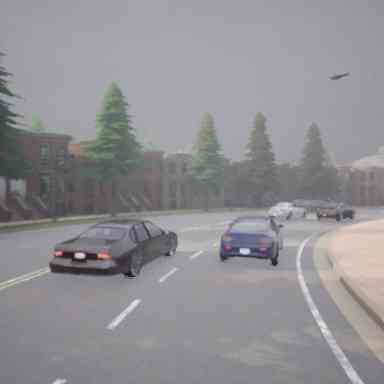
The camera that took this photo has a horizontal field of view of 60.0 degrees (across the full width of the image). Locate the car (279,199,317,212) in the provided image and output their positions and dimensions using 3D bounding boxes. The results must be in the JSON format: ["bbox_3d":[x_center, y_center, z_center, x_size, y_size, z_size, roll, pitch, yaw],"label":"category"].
[{"bbox_3d":[13.499,1.680,42.277,4.892,1.490,1.837,1,-1,-31],"label":"car"}]

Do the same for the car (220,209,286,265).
[{"bbox_3d":[2.230,1.563,11.894,1.812,1.442,4.674,0,0,17],"label":"car"}]

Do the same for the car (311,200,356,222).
[{"bbox_3d":[12.056,1.630,27.720,2.128,1.511,4.902,0,0,44],"label":"car"}]

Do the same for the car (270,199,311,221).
[{"bbox_3d":[8.279,1.638,28.799,1.812,1.442,4.674,0,0,42],"label":"car"}]

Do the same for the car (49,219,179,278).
[{"bbox_3d":[-1.991,1.551,10.237,2.033,1.411,5.357,0,0,15],"label":"car"}]

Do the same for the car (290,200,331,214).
[{"bbox_3d":[13.663,1.674,38.245,4.892,1.490,1.837,0,-1,-33],"label":"car"}]
